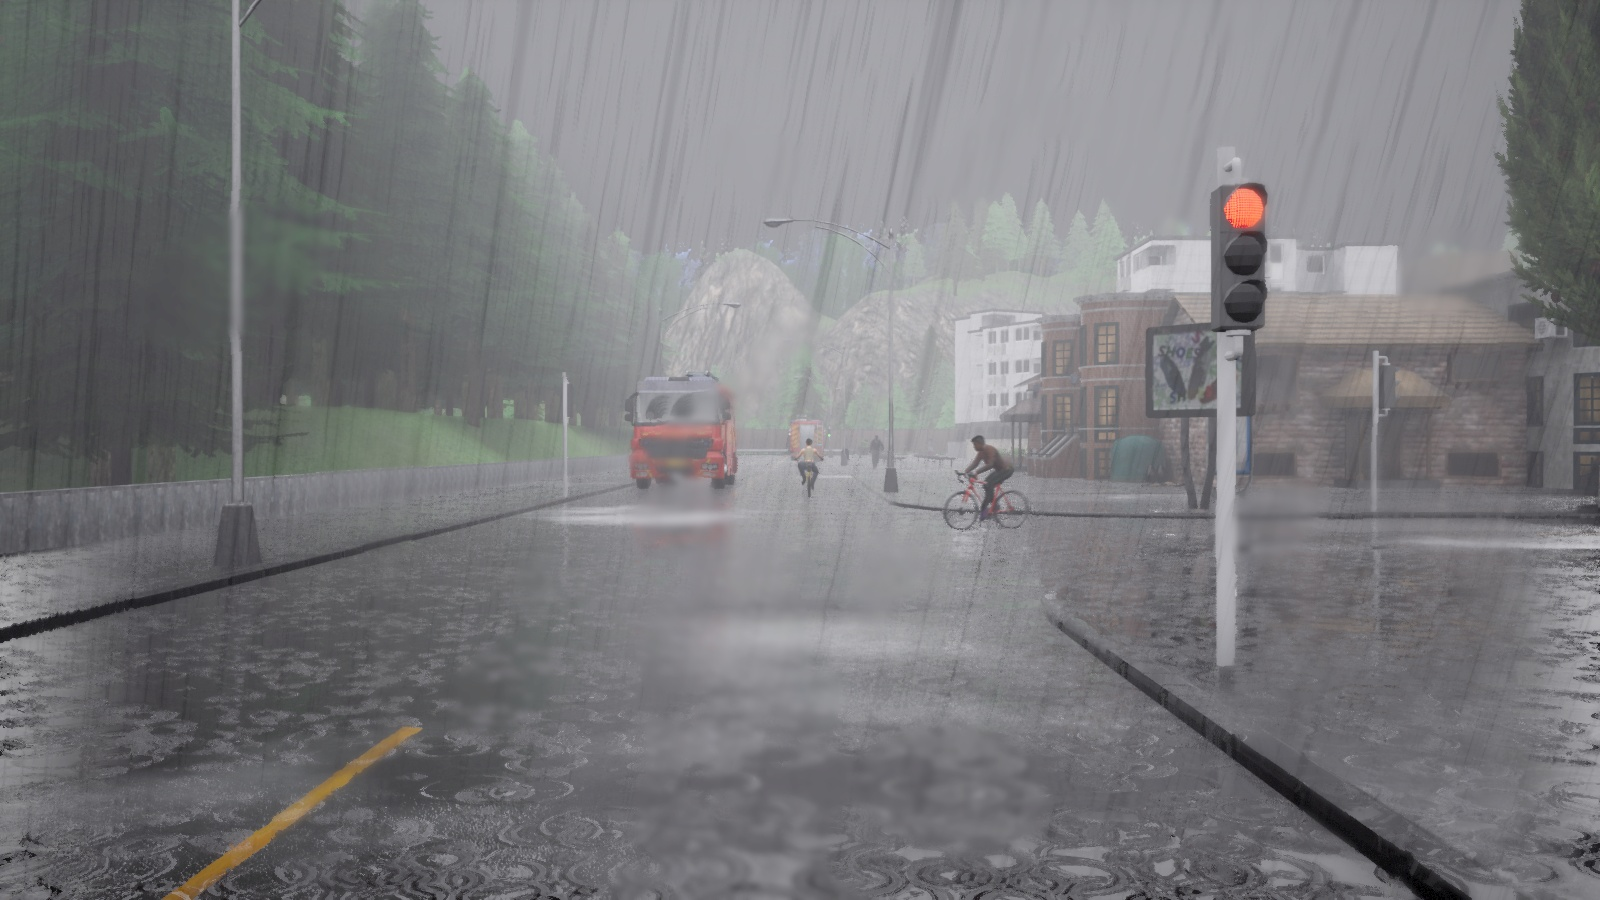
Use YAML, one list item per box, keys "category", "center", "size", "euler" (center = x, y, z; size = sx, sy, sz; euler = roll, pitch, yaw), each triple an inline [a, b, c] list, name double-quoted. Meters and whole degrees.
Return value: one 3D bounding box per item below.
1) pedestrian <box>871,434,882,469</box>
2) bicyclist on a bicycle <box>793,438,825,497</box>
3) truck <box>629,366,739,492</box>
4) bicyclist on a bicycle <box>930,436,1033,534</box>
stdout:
- category: "pedestrian"
  center: [4.103, 0.078, 67.424]
  size: [0.563, 1.883, 0.849]
  euler: [0, 0, 1]
- category: "bicyclist on a bicycle"
  center: [0.246, 0.485, 35.146]
  size: [0.866, 1.612, 1.509]
  euler: [0, 0, 0]
- category: "truck"
  center: [-3.747, -0.660, 42.434]
  size: [2.891, 3.827, 8.468]
  euler: [0, 0, 0]
- category: "bicyclist on a bicycle"
  center: [3.113, 0.579, 21.489]
  size: [1.656, 1.620, 0.582]
  euler: [0, 2, -21]
